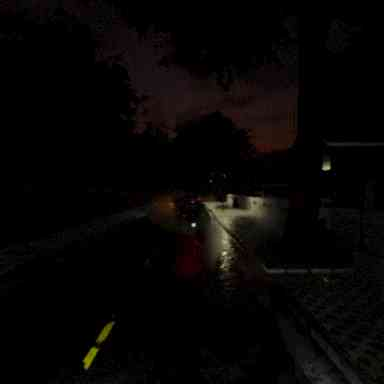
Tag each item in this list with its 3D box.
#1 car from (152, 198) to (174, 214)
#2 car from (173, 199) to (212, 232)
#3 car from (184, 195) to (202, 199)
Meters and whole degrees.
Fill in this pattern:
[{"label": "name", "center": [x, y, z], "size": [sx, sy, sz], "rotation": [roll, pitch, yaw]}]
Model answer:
[{"label": "car", "center": [-2.742, 1.313, 32.698], "size": [1.882, 1.535, 5.008], "rotation": [0, 0, 0]}, {"label": "car", "center": [0.093, 1.414, 19.520], "size": [1.837, 1.490, 4.892], "rotation": [0, 1, 0]}, {"label": "car", "center": [0.104, 1.150, 38.959], "size": [2.097, 1.767, 4.553], "rotation": [0, 0, 0]}]
